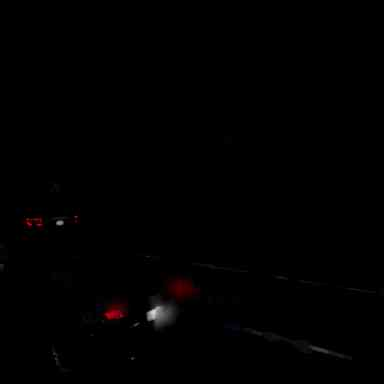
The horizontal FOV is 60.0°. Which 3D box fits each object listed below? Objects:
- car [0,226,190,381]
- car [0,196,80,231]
[{"bbox_3d":[-2.102,1.539,5.490,4.181,1.385,1.994,0,0,36],"label":"car"},{"bbox_3d":[-6.775,1.153,13.123,5.566,2.045,2.150,0,0,36],"label":"car"}]
